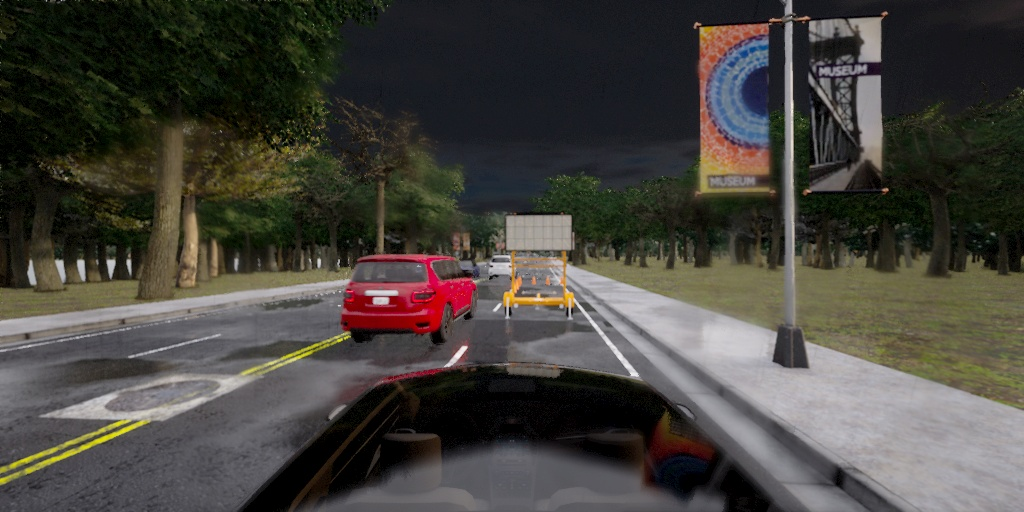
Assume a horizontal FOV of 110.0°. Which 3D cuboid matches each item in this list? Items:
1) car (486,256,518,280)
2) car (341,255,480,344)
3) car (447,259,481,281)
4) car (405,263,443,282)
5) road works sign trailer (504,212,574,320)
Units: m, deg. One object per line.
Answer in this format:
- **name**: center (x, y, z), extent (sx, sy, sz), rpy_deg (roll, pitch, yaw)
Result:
- **car**: center (-0.704, 1.023, 32.005), extent (2.150, 2.045, 5.566), rpy_deg (0, 0, 5)
- **car**: center (-2.422, 0.994, 9.861), extent (2.150, 2.045, 5.566), rpy_deg (0, 0, 4)
- **car**: center (-4.173, 1.157, 31.865), extent (2.097, 1.767, 4.553), rpy_deg (0, 0, 5)
- **car**: center (-7.495, 1.335, 31.101), extent (1.812, 1.442, 4.674), rpy_deg (0, 0, 5)
- **road works sign trailer**: center (0.962, 0.239, 12.885), extent (2.380, 3.560, 2.880), rpy_deg (0, 0, 4)
